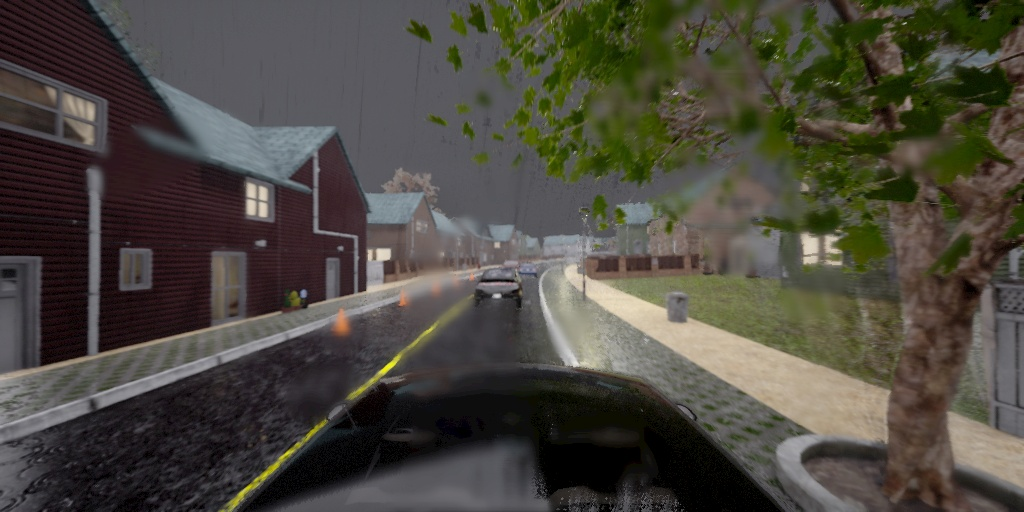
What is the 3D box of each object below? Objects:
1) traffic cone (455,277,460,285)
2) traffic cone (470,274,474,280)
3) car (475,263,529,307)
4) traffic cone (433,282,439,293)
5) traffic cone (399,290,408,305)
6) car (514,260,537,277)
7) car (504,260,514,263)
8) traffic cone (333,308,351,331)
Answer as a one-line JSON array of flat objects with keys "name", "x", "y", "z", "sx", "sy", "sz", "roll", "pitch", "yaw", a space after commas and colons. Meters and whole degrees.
[{"name": "traffic cone", "x": -3.824, "y": 1.718, "z": 24.962, "sx": 0.340, "sy": 0.580, "sz": 0.340, "roll": 0, "pitch": 0, "yaw": 5}, {"name": "traffic cone", "x": -3.340, "y": 1.706, "z": 29.991, "sx": 0.340, "sy": 0.580, "sz": 0.340, "roll": 0, "pitch": 0, "yaw": 6}, {"name": "car", "x": -0.431, "y": 1.247, "z": 15.518, "sx": 2.128, "sy": 1.511, "sz": 4.902, "roll": 0, "pitch": 0, "yaw": 3}, {"name": "traffic cone", "x": -4.204, "y": 1.723, "z": 19.924, "sx": 0.340, "sy": 0.580, "sz": 0.340, "roll": 0, "pitch": 0, "yaw": 4}, {"name": "traffic cone", "x": -4.479, "y": 1.724, "z": 14.881, "sx": 0.340, "sy": 0.580, "sz": 0.340, "roll": 0, "pitch": 0, "yaw": 3}, {"name": "car", "x": 1.419, "y": 1.264, "z": 34.235, "sx": 2.033, "sy": 1.411, "sz": 5.357, "roll": 0, "pitch": 0, "yaw": 1}, {"name": "car", "x": -0.044, "y": 1.174, "z": 38.908, "sx": 1.882, "sy": 1.535, "sz": 5.008, "roll": -1, "pitch": 0, "yaw": 7}, {"name": "traffic cone", "x": -4.649, "y": 1.725, "z": 9.831, "sx": 0.340, "sy": 0.580, "sz": 0.340, "roll": 0, "pitch": 0, "yaw": 1}]
